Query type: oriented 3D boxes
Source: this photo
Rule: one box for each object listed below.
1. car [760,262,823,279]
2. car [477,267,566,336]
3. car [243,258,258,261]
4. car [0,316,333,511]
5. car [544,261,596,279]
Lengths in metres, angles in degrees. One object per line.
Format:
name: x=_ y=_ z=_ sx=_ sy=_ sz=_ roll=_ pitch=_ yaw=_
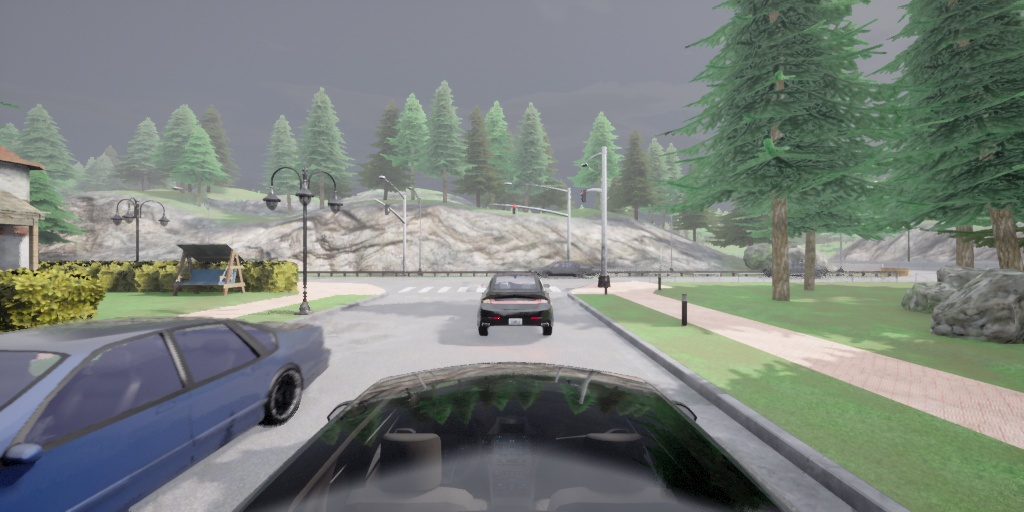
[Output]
car: x=22.895 y=1.151 z=29.467 sx=4.181 sy=1.385 sz=1.994 roll=0 pitch=0 yaw=0
car: x=0.098 y=1.242 z=10.383 sx=2.128 sy=1.511 sz=4.902 roll=0 pitch=0 yaw=1
car: x=-19.143 y=0.940 z=25.895 sx=4.553 sy=1.767 sz=2.097 roll=0 pitch=0 yaw=0
car: x=-3.591 y=1.297 z=2.968 sx=2.033 sy=1.411 sz=5.357 roll=0 pitch=0 yaw=0
car: x=4.079 y=1.135 z=29.442 sx=5.357 sy=1.411 sz=2.033 roll=0 pitch=0 yaw=-3
